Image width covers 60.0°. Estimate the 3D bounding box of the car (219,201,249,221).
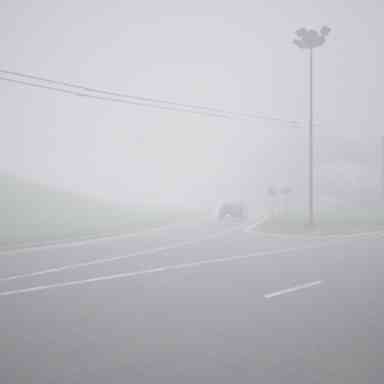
[{"bbox_3d":[3.524,1.496,27.530,1.837,1.490,4.892,0,0,18],"label":"car"}]
